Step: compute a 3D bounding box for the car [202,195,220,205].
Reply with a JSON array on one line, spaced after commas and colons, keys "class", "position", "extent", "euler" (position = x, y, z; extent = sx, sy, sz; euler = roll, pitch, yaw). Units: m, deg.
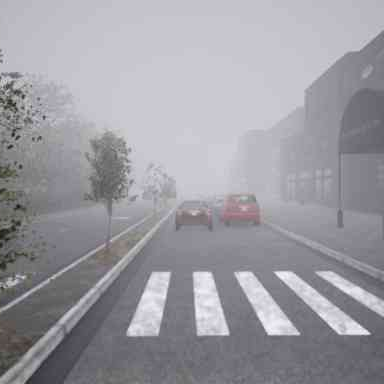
[{"class": "car", "position": [2.791, 1.172, 50.056], "extent": [2.163, 1.488, 4.792], "euler": [0, 0, -2]}]

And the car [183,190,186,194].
[{"class": "car", "position": [-0.359, 0.805, 88.823], "extent": [2.097, 1.535, 5.008], "euler": [0, 1, -7]}]

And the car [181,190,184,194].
[{"class": "car", "position": [-1.129, 0.743, 94.524], "extent": [1.946, 1.575, 5.366], "euler": [0, 1, -8]}]

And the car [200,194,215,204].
[{"class": "car", "position": [2.553, 1.139, 55.579], "extent": [2.002, 1.452, 4.674], "euler": [0, 0, -3]}]

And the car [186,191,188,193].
[{"class": "car", "position": [0.294, 0.857, 83.293], "extent": [2.097, 1.535, 5.008], "euler": [0, 1, -6]}]

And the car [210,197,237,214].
[{"class": "car", "position": [3.072, 1.265, 33.225], "extent": [2.231, 1.521, 4.892], "euler": [0, 0, 0]}]

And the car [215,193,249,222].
[{"class": "car", "position": [3.068, 1.177, 27.652], "extent": [2.185, 1.767, 4.553], "euler": [0, 0, 0]}]

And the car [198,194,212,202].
[{"class": "car", "position": [2.258, 1.083, 61.175], "extent": [2.163, 1.488, 4.792], "euler": [0, 0, -3]}]

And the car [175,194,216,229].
[{"class": "car", "position": [0.114, 1.221, 20.387], "extent": [2.097, 1.767, 4.553], "euler": [0, 0, 0]}]
